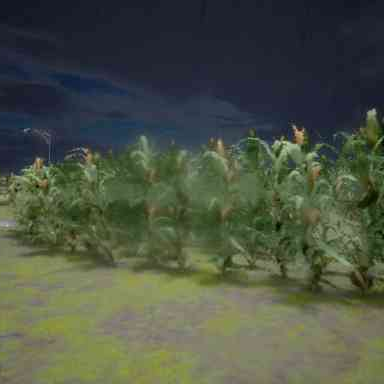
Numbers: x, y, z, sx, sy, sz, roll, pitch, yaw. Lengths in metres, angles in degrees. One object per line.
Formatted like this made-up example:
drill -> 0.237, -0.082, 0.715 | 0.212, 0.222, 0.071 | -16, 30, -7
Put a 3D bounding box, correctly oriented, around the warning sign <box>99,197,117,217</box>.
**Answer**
warning sign -> -8.088, 1.451, 32.115 | 1.300, 1.860, 1.060 | 0, 0, 35
